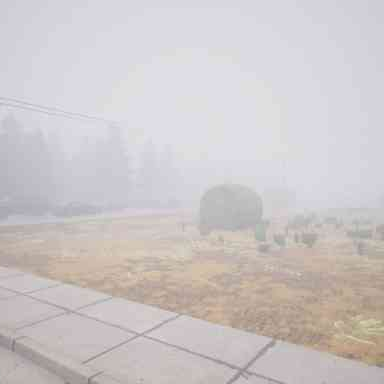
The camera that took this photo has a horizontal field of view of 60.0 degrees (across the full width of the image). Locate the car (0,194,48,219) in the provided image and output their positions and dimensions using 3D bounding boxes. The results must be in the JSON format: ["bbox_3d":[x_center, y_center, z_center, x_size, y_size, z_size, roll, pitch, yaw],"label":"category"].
[{"bbox_3d":[-15.476,1.248,29.693,2.150,2.045,5.566,0,0,36],"label":"car"}]

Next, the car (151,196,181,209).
[{"bbox_3d":[-3.559,1.379,45.816,2.097,1.767,4.553,0,0,37],"label":"car"}]

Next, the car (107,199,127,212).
[{"bbox_3d":[-9.526,1.552,37.740,1.812,1.442,4.674,0,0,37],"label":"car"}]

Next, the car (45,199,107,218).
[{"bbox_3d":[-10.449,1.552,30.240,1.812,1.442,4.674,0,0,36],"label":"car"}]
